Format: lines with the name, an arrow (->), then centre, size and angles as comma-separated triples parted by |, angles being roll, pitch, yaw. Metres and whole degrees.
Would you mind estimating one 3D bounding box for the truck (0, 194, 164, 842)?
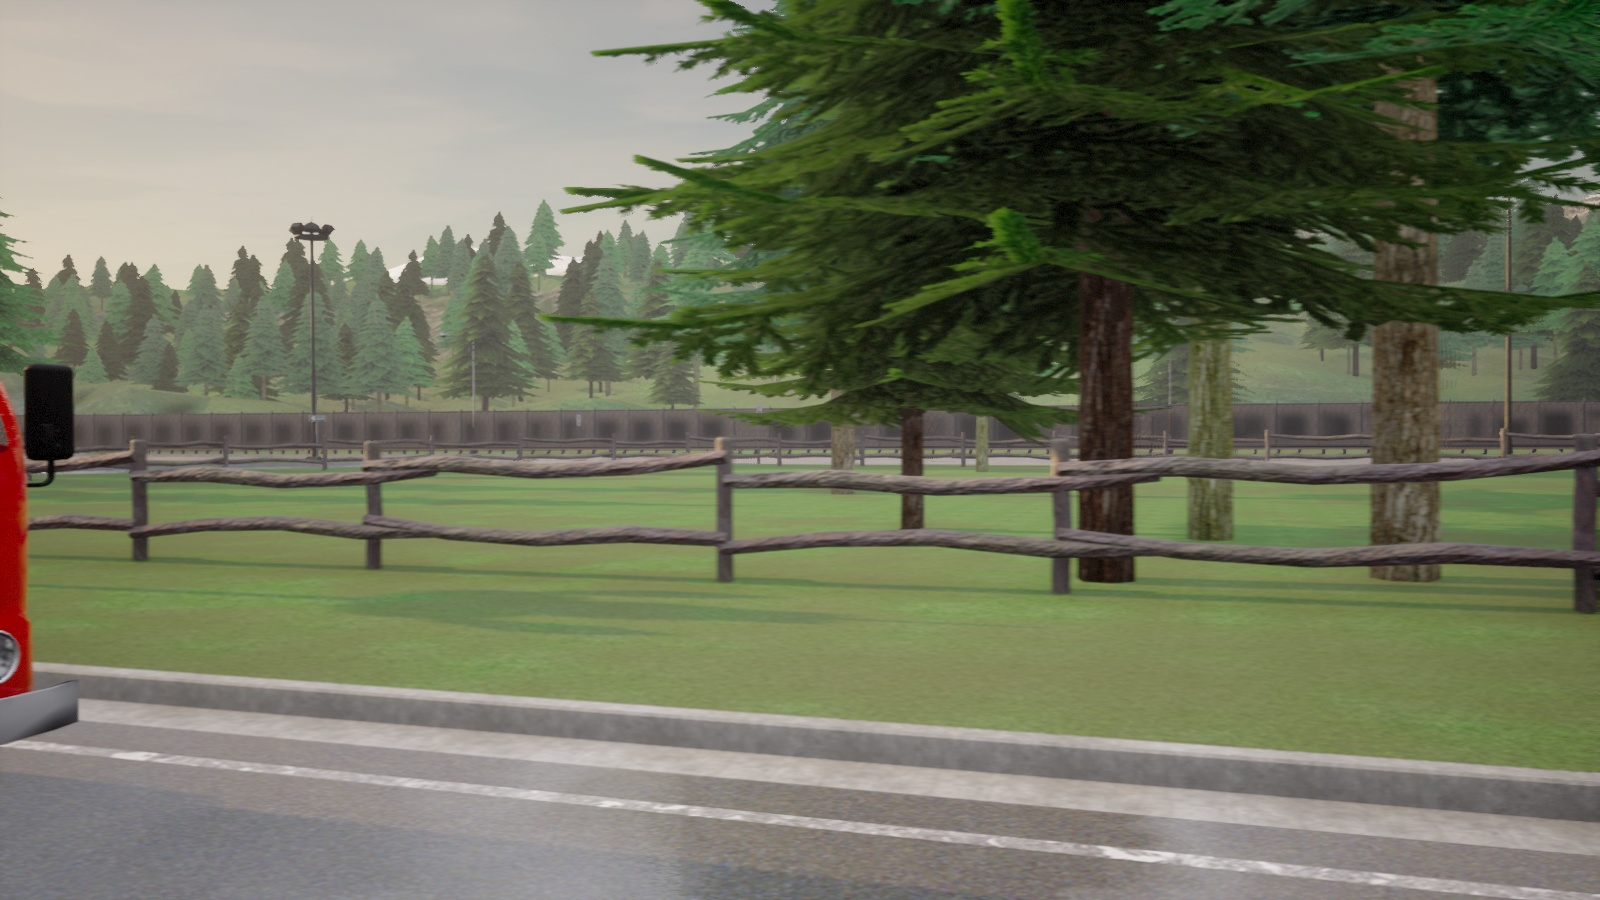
truck -> -5.685, 0.250, 5.098 | 5.204, 2.467, 2.627 | 0, 1, 19
